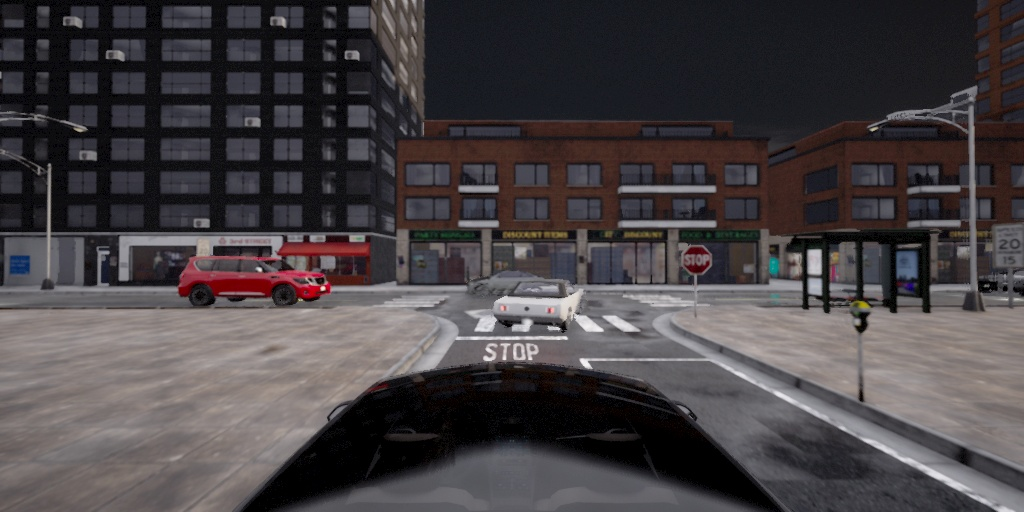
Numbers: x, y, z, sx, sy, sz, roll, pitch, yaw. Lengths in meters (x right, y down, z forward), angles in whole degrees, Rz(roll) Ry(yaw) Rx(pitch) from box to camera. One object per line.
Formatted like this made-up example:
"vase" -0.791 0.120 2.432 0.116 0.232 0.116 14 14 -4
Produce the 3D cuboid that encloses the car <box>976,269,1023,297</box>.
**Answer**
"car" 26.594 1.270 18.262 4.892 1.490 1.837 0 -1 0

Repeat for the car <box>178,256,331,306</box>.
"car" -10.772 1.024 15.203 5.566 2.045 2.150 0 -1 0

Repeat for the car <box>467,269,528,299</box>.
"car" -0.177 1.380 18.184 4.181 1.385 1.994 0 -1 0

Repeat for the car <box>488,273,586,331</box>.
"car" 1.095 1.377 11.197 1.895 1.301 4.718 0 0 18
